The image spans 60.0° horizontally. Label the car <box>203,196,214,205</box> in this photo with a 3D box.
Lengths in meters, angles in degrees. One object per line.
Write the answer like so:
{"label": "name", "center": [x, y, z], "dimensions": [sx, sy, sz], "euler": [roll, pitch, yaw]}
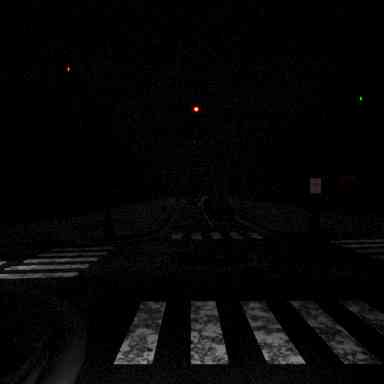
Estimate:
{"label": "car", "center": [2.941, 1.575, 61.126], "dimensions": [1.801, 1.575, 5.366], "euler": [0, 0, 0]}

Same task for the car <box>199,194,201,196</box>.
{"label": "car", "center": [2.895, 1.498, 67.907], "dimensions": [2.097, 1.767, 4.553], "euler": [0, 0, 0]}

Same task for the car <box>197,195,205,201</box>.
{"label": "car", "center": [2.498, 1.702, 94.564], "dimensions": [1.967, 1.590, 4.097], "euler": [-1, 0, 0]}

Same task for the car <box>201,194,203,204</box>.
{"label": "car", "center": [2.572, 1.369, 40.541], "dimensions": [2.192, 1.841, 5.009], "euler": [-1, 0, 0]}

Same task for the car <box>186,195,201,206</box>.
{"label": "car", "center": [-0.016, 1.664, 55.967], "dimensions": [1.994, 1.385, 4.181], "euler": [0, 0, 0]}

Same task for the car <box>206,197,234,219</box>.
{"label": "car", "center": [2.589, 1.470, 29.736], "dimensions": [1.967, 1.590, 4.097], "euler": [-1, 0, 0]}

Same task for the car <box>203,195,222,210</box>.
{"label": "car", "center": [2.580, 1.356, 35.138], "dimensions": [2.192, 1.841, 5.009], "euler": [-1, 0, 0]}
